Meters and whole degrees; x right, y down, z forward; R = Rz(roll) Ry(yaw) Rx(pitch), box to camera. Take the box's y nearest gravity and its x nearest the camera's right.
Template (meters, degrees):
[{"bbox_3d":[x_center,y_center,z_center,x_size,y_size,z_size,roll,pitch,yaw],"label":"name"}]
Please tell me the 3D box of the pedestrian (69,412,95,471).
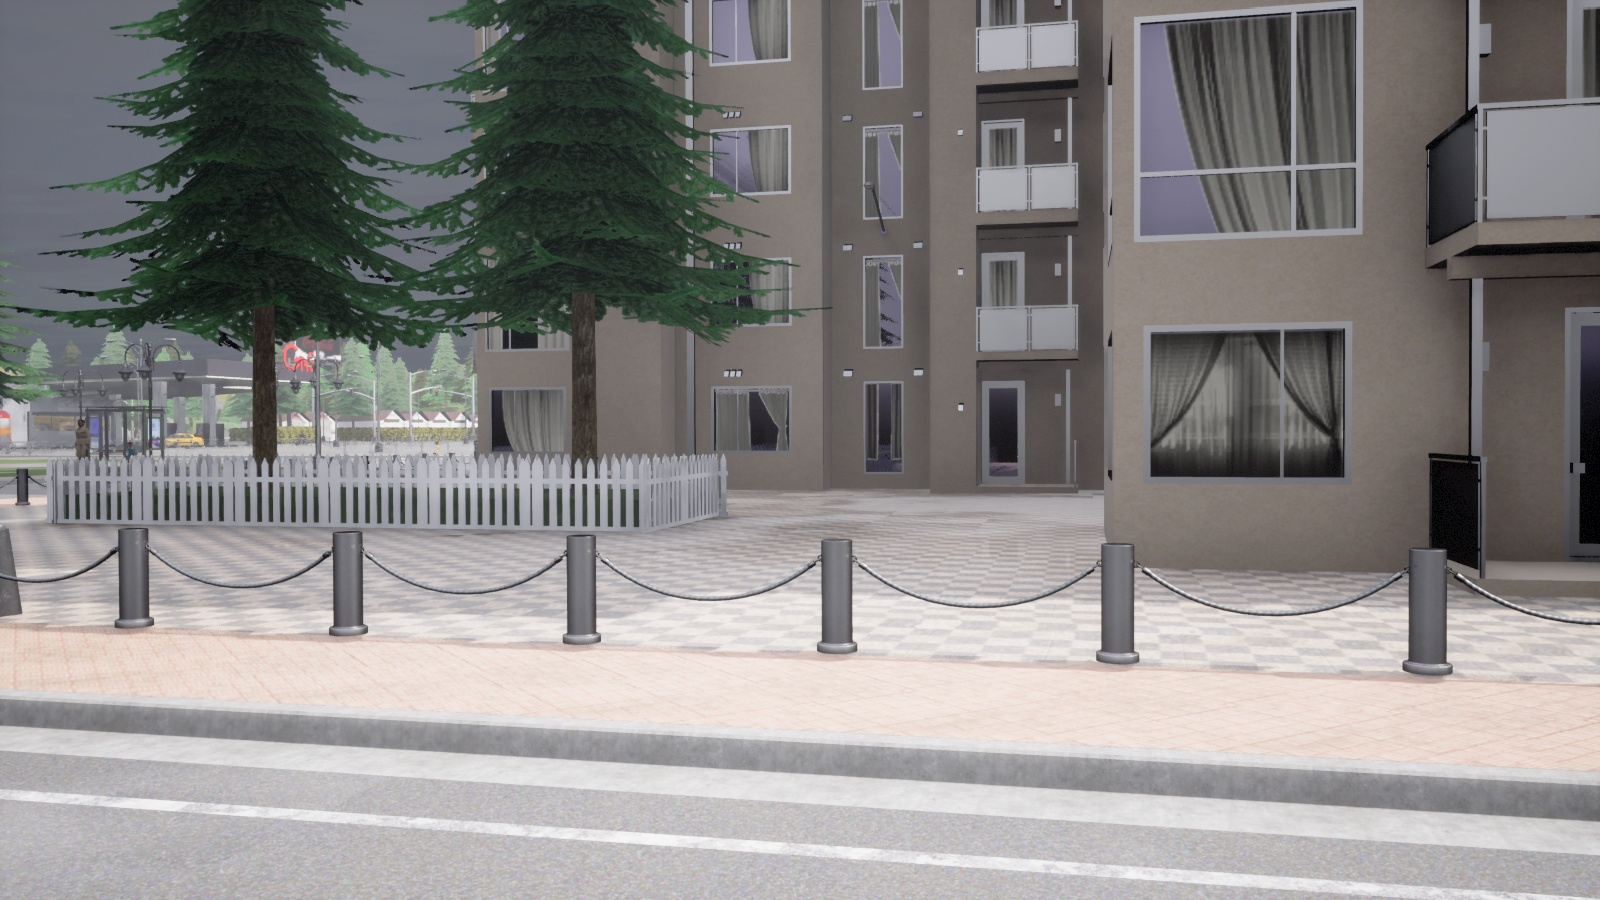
[{"bbox_3d":[-23.681,-0.280,41.428,0.396,1.930,0.692,0,1,10],"label":"pedestrian"}]
